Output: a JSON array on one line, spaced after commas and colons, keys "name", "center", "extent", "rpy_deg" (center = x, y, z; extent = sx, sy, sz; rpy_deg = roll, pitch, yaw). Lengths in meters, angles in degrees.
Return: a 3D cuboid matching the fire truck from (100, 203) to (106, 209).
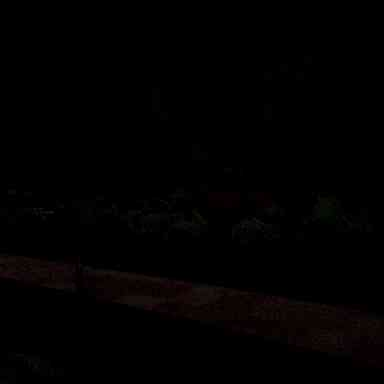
[{"name": "fire truck", "center": [-15.684, 0.705, 48.275], "extent": [2.891, 3.827, 8.468], "rpy_deg": [-1, -1, 31]}]
